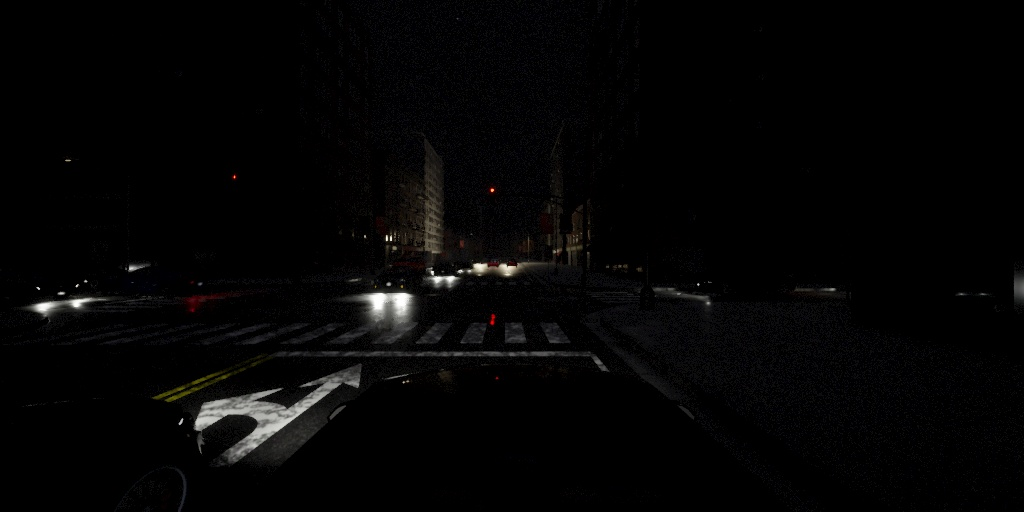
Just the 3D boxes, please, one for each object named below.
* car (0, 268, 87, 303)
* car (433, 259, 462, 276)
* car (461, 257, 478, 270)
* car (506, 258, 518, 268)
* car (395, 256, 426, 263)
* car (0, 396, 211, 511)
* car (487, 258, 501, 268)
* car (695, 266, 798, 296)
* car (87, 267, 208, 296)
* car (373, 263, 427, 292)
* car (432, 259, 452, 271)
[{"bbox_3d":[-22.901,1.291,16.125,5.357,1.411,2.033,0,0,0],"label":"car"},{"bbox_3d":[-6.608,1.313,36.245,1.994,1.385,4.181,0,0,0],"label":"car"},{"bbox_3d":[-6.608,1.291,52.392,2.033,1.411,5.357,0,0,0],"label":"car"},{"bbox_3d":[-0.018,1.245,62.195,1.837,1.490,4.892,0,0,0],"label":"car"},{"bbox_3d":[-9.862,0.970,34.756,2.150,2.045,5.566,0,0,0],"label":"car"},{"bbox_3d":[-3.244,1.276,0.782,1.812,1.442,4.674,0,0,0],"label":"car"},{"bbox_3d":[-3.268,1.341,62.641,1.895,1.301,4.718,0,0,0],"label":"car"},{"bbox_3d":[12.452,1.294,19.242,4.892,1.490,1.837,0,0,2],"label":"car"},{"bbox_3d":[-18.789,1.281,18.889,4.674,1.442,1.812,0,0,-2],"label":"car"},{"bbox_3d":[-6.607,1.324,21.197,1.994,1.385,4.181,0,0,0],"label":"car"},{"bbox_3d":[-9.862,1.221,50.743,1.882,1.535,5.008,0,0,0],"label":"car"}]
